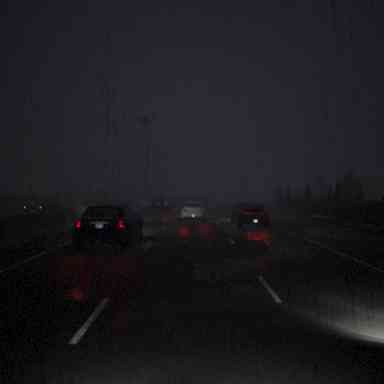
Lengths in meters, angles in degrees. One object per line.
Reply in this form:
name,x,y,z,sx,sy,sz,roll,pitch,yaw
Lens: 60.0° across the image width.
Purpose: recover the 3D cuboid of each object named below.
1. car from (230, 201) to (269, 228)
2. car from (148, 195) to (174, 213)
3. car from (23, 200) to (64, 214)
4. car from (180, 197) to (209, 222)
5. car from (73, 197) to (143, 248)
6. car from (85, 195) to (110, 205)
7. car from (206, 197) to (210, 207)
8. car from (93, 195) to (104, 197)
car,3.600,1.371,21.240,1.837,1.490,4.892,0,0,0
car,-3.107,1.138,33.986,2.097,1.767,4.553,0,0,3
car,-13.910,1.403,31.378,1.895,1.301,4.718,0,0,2
car,0.109,1.371,24.648,1.812,1.442,4.674,0,0,0
car,-3.399,1.261,14.313,2.097,1.767,4.553,0,0,0
car,-14.791,1.236,52.158,1.994,1.385,4.181,0,0,12
car,1.191,1.285,41.734,2.033,1.411,5.357,0,0,8
car,-10.228,1.346,34.611,1.994,1.385,4.181,0,0,4
